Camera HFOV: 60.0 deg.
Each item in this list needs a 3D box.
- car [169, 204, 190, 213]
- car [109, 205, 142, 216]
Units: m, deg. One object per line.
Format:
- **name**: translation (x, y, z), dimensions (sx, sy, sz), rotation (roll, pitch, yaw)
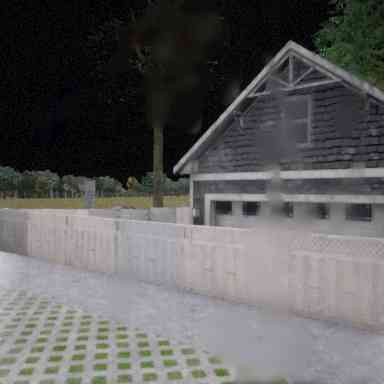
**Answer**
- **car**: translation (-0.641, 2.033, 37.152), dimensions (1.895, 1.301, 4.718), rotation (0, -1, 35)
- **car**: translation (-6.308, 1.859, 29.100), dimensions (1.994, 1.385, 4.181), rotation (0, -1, 34)
